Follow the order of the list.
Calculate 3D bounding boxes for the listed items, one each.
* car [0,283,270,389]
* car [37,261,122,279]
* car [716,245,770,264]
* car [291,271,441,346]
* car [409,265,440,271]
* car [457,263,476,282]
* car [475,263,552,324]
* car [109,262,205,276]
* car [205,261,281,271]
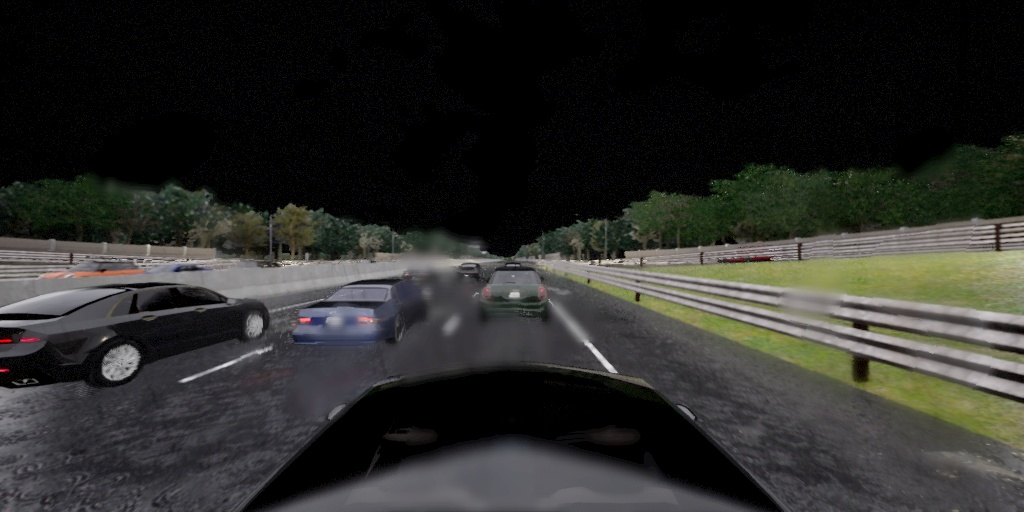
[{"bbox_3d":[-6.903,1.260,6.893,1.837,1.490,4.892,0,0,0],"label":"car"},{"bbox_3d":[-24.608,1.130,21.178,2.097,1.767,4.553,0,0,0],"label":"car"},{"bbox_3d":[25.676,-0.032,40.068,2.150,2.045,5.566,0,-4,-15],"label":"car"},{"bbox_3d":[-3.405,1.306,9.404,2.033,1.411,5.357,0,0,0],"label":"car"},{"bbox_3d":[-6.914,1.395,28.191,1.895,1.301,4.718,0,0,0],"label":"car"},{"bbox_3d":[-3.415,1.304,29.996,1.837,1.490,4.892,0,0,0],"label":"car"},{"bbox_3d":[0.094,1.115,12.188,2.097,1.767,4.553,0,0,0],"label":"car"},{"bbox_3d":[-21.109,1.257,22.229,1.882,1.535,5.008,0,0,0],"label":"car"},{"bbox_3d":[-17.609,1.137,24.265,2.097,1.767,4.553,0,0,0],"label":"car"}]
